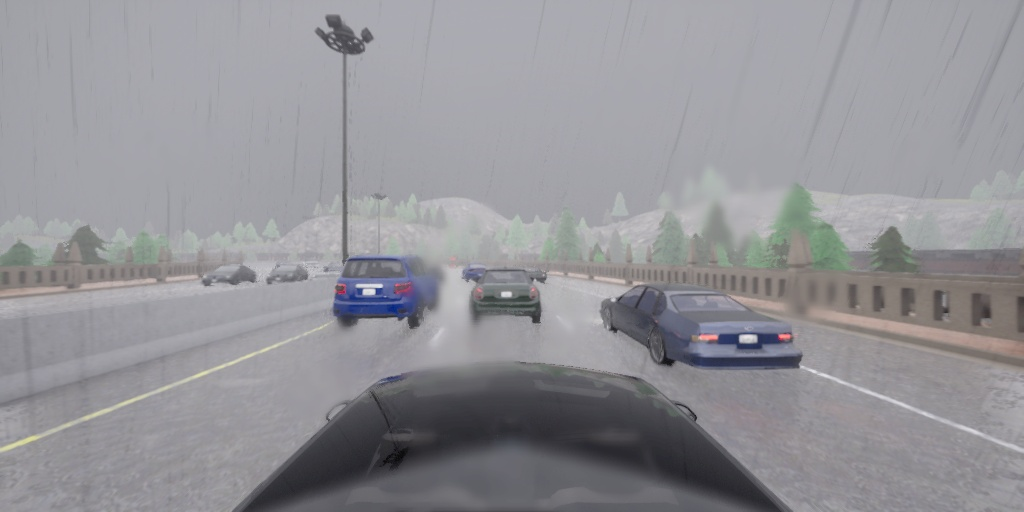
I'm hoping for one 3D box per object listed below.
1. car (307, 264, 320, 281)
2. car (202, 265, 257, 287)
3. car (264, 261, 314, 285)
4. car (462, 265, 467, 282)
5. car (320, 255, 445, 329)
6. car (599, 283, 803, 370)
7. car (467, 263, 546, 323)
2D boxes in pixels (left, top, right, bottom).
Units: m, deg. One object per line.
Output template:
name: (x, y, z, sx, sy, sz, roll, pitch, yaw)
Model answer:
car: (-13.121, 1.431, 26.366, 1.895, 1.301, 4.718, 0, 0, -13)
car: (-20.235, 1.364, 25.936, 1.812, 1.442, 4.674, 0, 0, -14)
car: (-17.008, 1.366, 27.425, 1.812, 1.442, 4.674, 0, 0, -15)
car: (-3.099, 1.309, 30.159, 1.882, 1.535, 5.008, 0, 0, -14)
car: (-3.703, 0.993, 11.555, 2.150, 2.045, 5.566, 0, 0, -4)
car: (3.493, 1.309, 7.948, 2.033, 1.411, 5.357, 0, 0, -2)
car: (-0.286, 1.125, 12.382, 2.097, 1.767, 4.553, 0, 0, -4)
